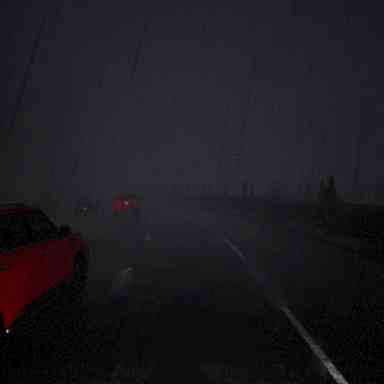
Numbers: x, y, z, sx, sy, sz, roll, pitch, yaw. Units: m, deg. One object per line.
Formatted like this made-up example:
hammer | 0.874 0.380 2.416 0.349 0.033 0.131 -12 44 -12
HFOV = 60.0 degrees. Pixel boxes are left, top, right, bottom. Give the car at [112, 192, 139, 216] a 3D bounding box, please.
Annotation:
car | -5.980 1.008 30.046 2.150 2.045 5.566 0 0 -12

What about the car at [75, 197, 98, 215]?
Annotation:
car | -10.016 1.300 31.801 1.812 1.442 4.674 0 0 -13

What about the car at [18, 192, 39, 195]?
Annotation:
car | -28.048 0.952 56.827 2.097 1.767 4.553 0 0 -31

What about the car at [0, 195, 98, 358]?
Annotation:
car | -3.430 1.185 5.324 2.150 2.045 5.566 0 1 0

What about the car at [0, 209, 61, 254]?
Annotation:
car | -7.220 1.501 13.939 1.895 1.301 4.718 0 0 -4

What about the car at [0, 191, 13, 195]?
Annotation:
car | -30.398 0.840 53.958 2.150 2.045 5.566 0 0 -30
